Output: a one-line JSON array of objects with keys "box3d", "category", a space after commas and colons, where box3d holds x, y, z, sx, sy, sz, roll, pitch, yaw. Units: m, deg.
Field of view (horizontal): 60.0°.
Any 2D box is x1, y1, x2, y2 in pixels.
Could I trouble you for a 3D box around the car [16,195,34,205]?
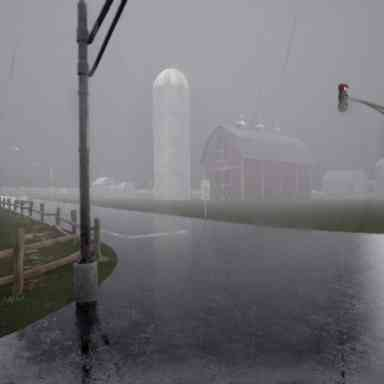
[{"box3d": [-24.916, 1.212, 49.495, 2.033, 1.411, 5.357, -1, 1, -35], "category": "car"}]
